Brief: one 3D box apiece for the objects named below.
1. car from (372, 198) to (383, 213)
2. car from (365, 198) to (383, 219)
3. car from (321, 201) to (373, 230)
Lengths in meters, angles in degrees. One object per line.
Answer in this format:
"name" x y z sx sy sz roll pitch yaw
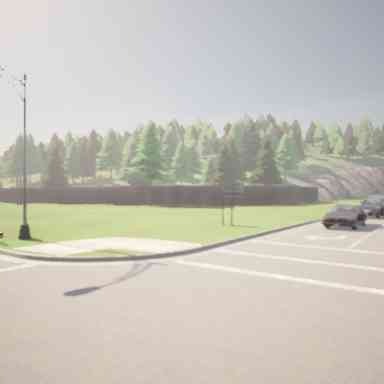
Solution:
"car" 22.086 1.512 38.163 1.837 1.490 4.892 0 0 36
"car" 15.881 1.500 29.668 2.128 1.511 4.902 0 0 36
"car" 10.015 1.556 21.625 2.033 1.411 5.357 0 0 36
